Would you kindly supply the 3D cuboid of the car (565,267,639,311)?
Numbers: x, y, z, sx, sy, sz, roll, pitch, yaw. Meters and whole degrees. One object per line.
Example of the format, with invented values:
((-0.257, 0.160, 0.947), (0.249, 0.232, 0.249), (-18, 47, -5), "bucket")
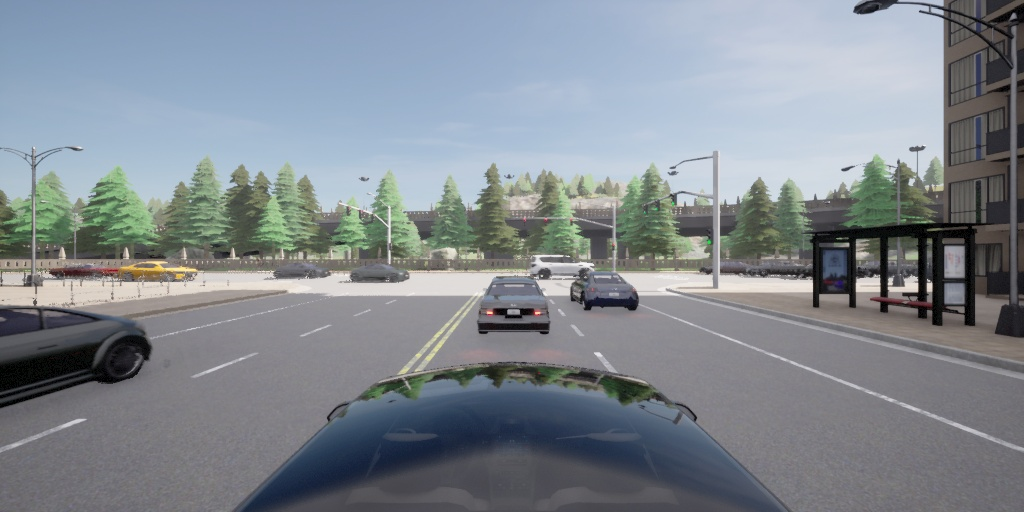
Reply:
((3.577, 1.314, 14.551), (1.994, 1.385, 4.181), (0, 0, 0), "car")

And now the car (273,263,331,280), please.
((-17.792, 1.259, 30.486), (4.181, 1.385, 1.994), (0, 0, 1), "car")

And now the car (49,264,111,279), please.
((-36.082, 1.295, 30.659), (4.718, 1.301, 1.895), (0, 0, 0), "car")

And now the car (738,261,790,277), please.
((24.522, 1.186, 33.549), (4.902, 1.511, 2.128), (0, 0, 2), "car")

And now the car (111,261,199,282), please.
((-26.578, 1.172, 27.097), (5.008, 1.535, 1.882), (0, 0, 1), "car")

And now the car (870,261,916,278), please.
((33.860, 1.186, 33.007), (4.902, 1.511, 2.128), (0, 0, 6), "car")

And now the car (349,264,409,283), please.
((-9.881, 1.281, 26.882), (4.181, 1.385, 1.994), (1, 0, 1), "car")

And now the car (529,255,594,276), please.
((4.206, 0.938, 30.193), (5.566, 2.045, 2.150), (0, 0, 1), "car")

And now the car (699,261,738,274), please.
((22.405, 1.242, 37.129), (5.357, 1.411, 2.033), (0, 0, 1), "car")

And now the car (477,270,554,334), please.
((0.058, 1.297, 10.540), (2.033, 1.411, 5.357), (0, 0, 1), "car")

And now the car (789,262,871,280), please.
((26.425, 1.295, 29.902), (4.718, 1.301, 1.895), (0, 0, 1), "car")

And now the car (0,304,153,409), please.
((-7.103, 1.314, 4.321), (1.994, 1.385, 4.181), (0, 0, 0), "car")

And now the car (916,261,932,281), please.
((33.057, 1.220, 26.087), (4.674, 1.442, 1.812), (0, 0, 5), "car")

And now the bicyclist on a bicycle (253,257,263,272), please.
((-29.468, 0.995, 41.636), (0.582, 1.620, 1.656), (0, 0, 1), "bicyclist on a bicycle")
